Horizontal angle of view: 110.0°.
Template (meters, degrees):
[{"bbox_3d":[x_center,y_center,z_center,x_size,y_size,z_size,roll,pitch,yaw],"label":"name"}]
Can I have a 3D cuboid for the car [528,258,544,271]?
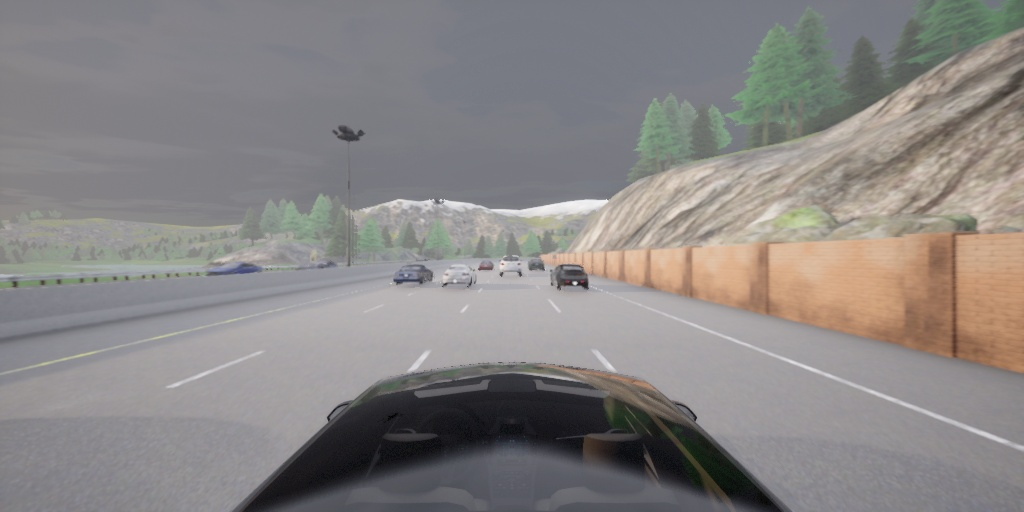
[{"bbox_3d":[3.328,1.102,50.218,2.097,1.767,4.553,0,0,0],"label":"car"}]

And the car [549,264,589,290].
[{"bbox_3d":[3.510,1.250,22.486,1.837,1.490,4.892,0,0,0],"label":"car"}]

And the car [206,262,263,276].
[{"bbox_3d":[-24.734,1.297,32.180,1.882,1.535,5.008,0,0,0],"label":"car"}]

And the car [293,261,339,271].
[{"bbox_3d":[-17.731,1.366,32.005,1.994,1.385,4.181,0,0,0],"label":"car"}]

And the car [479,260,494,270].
[{"bbox_3d":[-3.685,1.332,52.229,1.994,1.385,4.181,0,0,0],"label":"car"}]

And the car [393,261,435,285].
[{"bbox_3d":[-7.002,1.320,26.018,2.033,1.411,5.357,0,0,-1],"label":"car"}]

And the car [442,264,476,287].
[{"bbox_3d":[-3.502,1.289,24.231,1.812,1.442,4.674,0,0,0],"label":"car"}]

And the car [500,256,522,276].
[{"bbox_3d":[-0.113,0.976,38.026,2.150,2.045,5.566,0,0,0],"label":"car"}]
